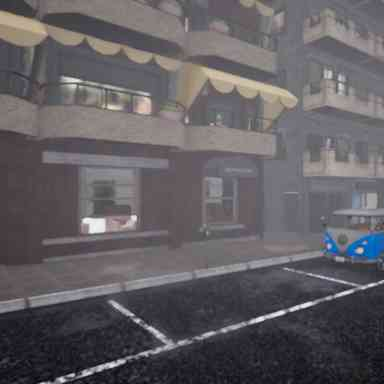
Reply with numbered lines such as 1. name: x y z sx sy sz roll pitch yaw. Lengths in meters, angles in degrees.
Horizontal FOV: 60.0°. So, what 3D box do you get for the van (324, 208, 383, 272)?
1. van: 5.986 1.439 10.838 3.998 1.788 1.690 1 -1 -35
